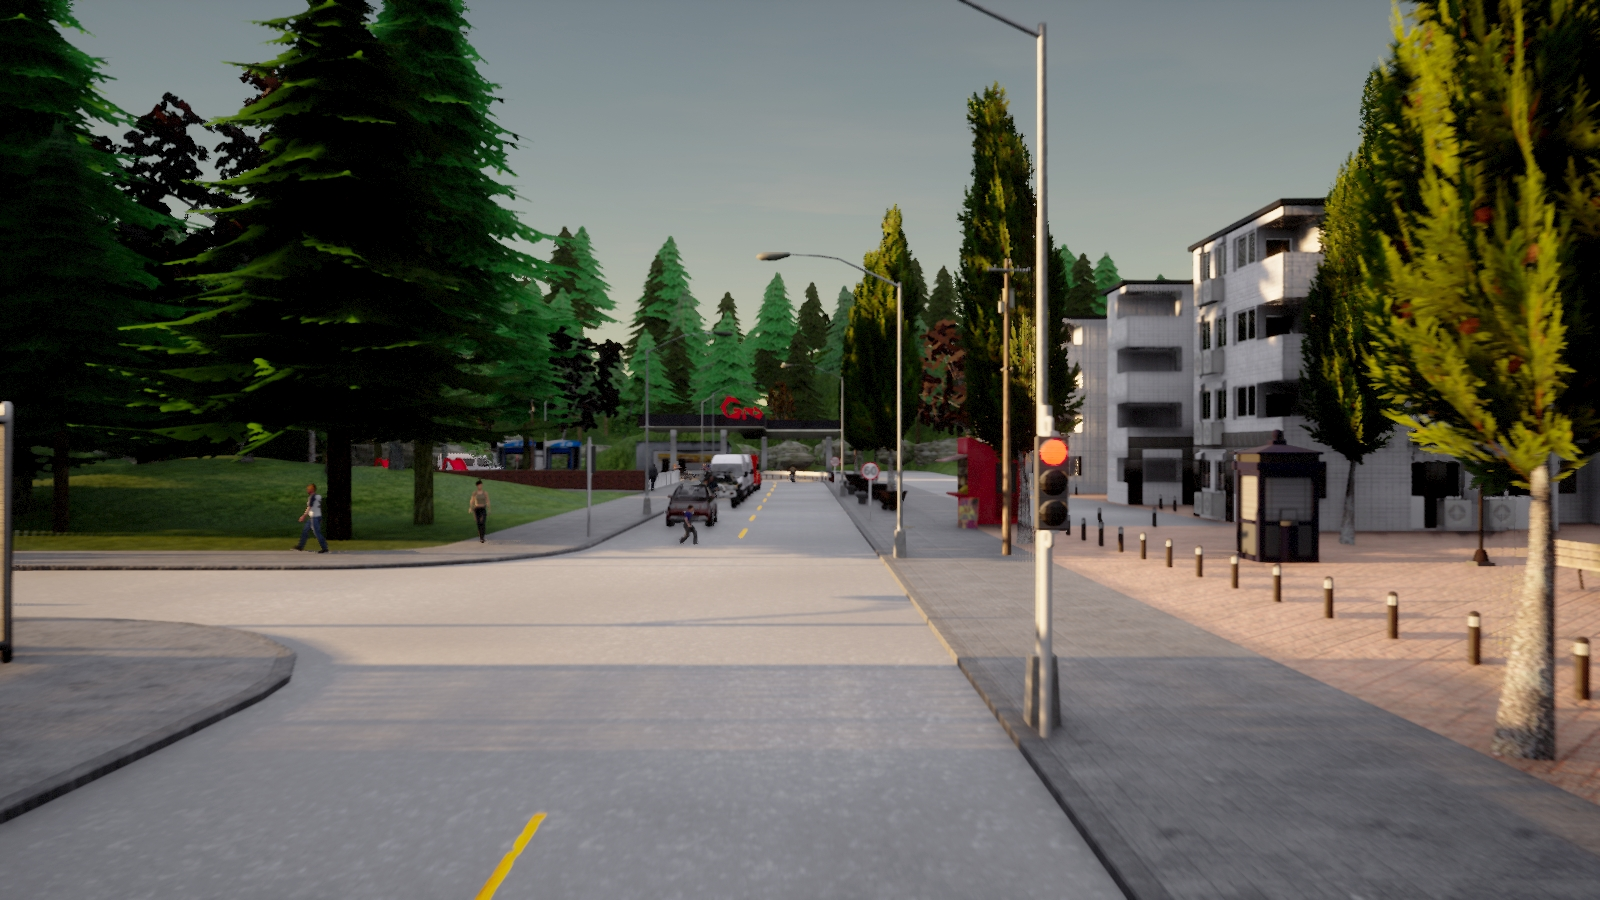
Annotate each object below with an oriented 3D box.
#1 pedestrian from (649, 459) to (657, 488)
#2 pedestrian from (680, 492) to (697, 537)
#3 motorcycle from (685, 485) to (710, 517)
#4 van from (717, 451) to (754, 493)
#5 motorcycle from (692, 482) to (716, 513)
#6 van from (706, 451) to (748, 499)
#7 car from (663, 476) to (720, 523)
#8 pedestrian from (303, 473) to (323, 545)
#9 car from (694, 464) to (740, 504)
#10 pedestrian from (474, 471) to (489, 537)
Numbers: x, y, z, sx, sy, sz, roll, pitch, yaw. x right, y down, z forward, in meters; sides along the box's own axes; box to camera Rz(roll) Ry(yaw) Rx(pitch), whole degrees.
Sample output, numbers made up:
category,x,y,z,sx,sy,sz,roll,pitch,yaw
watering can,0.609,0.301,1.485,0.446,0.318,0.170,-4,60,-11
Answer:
category,x,y,z,sx,sy,sz,roll,pitch,yaw
pedestrian,-9.400,1.525,73.142,0.375,1.860,0.375,0,0,18
pedestrian,-3.296,1.909,33.689,0.375,1.300,0.375,0,0,22
motorcycle,-4.019,1.992,45.085,0.803,1.145,2.033,0,1,0
van,-3.980,1.315,71.195,1.988,2.561,5.915,0,0,0
motorcycle,-3.989,1.962,47.601,0.856,1.236,1.805,0,0,0
van,-3.993,1.315,63.500,1.988,2.561,5.915,0,0,0
car,-4.001,1.803,42.596,1.789,1.549,3.705,0,0,0
pedestrian,-12.608,1.524,29.581,0.375,1.860,0.375,0,0,-8
car,-4.047,1.644,56.434,1.932,1.855,4.605,0,0,0
pedestrian,-9.063,1.526,32.518,0.375,1.860,0.375,0,0,-6
